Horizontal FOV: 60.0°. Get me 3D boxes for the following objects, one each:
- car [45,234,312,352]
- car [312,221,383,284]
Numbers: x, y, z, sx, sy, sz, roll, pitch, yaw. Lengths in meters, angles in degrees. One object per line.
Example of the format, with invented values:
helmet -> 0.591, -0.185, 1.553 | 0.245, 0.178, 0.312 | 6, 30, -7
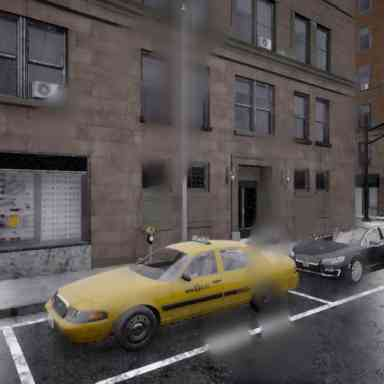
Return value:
car -> -0.051, 1.525, 6.147 | 4.829, 1.417, 1.752 | 0, 0, -35
car -> 4.585, 1.550, 9.444 | 4.403, 1.369, 2.008 | 0, 0, -35
